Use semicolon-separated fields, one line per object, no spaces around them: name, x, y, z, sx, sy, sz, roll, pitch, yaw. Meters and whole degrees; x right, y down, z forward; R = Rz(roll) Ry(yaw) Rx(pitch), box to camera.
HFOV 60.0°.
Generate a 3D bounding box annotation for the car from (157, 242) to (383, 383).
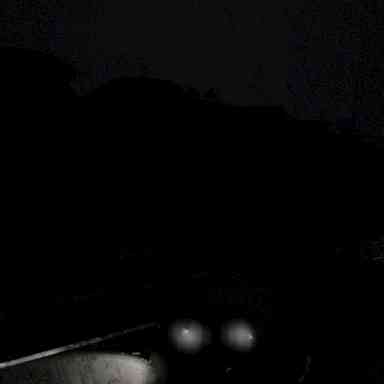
car;1.564;1.533;5.176;4.181;1.385;1.994;0;0;-36
